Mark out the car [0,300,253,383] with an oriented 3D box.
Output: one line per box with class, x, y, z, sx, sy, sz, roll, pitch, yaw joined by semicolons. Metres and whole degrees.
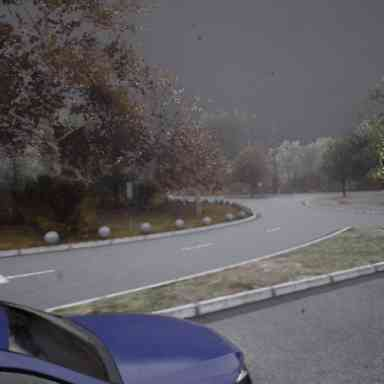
car;-1.601;1.522;2.202;4.674;1.442;1.812;0;0;-35
